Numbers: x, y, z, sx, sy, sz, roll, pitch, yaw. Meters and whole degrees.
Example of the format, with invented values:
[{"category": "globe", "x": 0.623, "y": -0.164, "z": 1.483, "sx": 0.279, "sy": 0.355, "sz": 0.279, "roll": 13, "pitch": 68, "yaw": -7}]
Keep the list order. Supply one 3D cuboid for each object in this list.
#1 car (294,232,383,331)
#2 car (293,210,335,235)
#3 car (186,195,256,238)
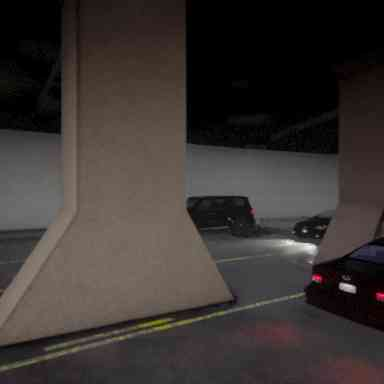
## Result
[{"category": "car", "x": 4.601, "y": 1.538, "z": 6.415, "sx": 5.357, "sy": 1.411, "sz": 2.033, "roll": 0, "pitch": 0, "yaw": -30}, {"category": "car", "x": 6.791, "y": 1.540, "z": 15.539, "sx": 4.181, "sy": 1.385, "sz": 1.994, "roll": 0, "pitch": 0, "yaw": -25}, {"category": "car", "x": 0.532, "y": 1.194, "z": 16.321, "sx": 5.566, "sy": 2.045, "sz": 2.150, "roll": 0, "pitch": 0, "yaw": -28}]
